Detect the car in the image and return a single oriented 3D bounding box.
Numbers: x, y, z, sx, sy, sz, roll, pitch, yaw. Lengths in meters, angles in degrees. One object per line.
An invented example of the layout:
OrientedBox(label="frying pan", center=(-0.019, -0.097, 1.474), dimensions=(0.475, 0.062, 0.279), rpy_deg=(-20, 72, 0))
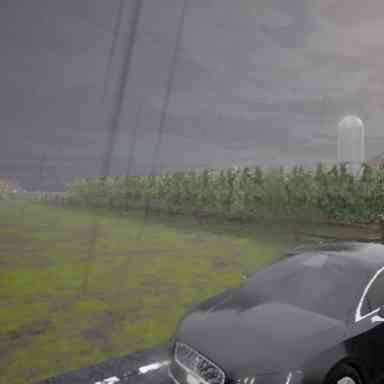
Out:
OrientedBox(label="car", center=(1.989, 1.509, 4.492), dimensions=(4.892, 1.490, 1.837), rpy_deg=(0, 0, -35))
